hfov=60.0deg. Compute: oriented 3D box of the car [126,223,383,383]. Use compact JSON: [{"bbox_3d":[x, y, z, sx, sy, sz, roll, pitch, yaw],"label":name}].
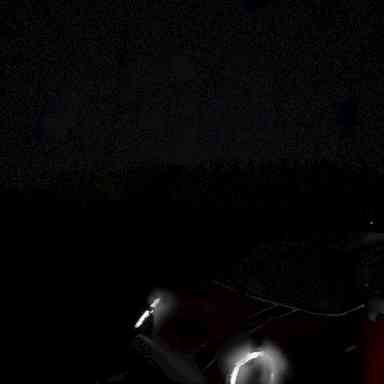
[{"bbox_3d":[1.511,1.331,4.136,4.553,1.767,2.097,0,0,-35],"label":"car"}]
